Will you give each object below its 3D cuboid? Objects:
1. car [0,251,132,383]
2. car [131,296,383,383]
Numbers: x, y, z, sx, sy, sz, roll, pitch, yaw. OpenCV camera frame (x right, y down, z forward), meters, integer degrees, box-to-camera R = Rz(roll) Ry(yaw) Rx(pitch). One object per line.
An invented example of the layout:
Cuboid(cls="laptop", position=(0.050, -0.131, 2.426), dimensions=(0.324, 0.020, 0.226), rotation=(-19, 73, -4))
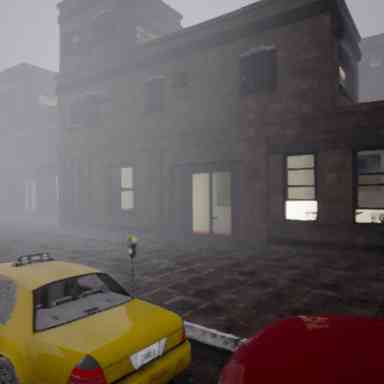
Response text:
Cuboid(cls="car", position=(-2.295, 1.495, 4.522), dimensions=(4.829, 1.417, 1.752), rotation=(1, 0, 35))
Cuboid(cls="car", position=(2.363, 1.324, 1.205), dimensions=(5.009, 1.841, 2.192), rotation=(0, 0, 35))
